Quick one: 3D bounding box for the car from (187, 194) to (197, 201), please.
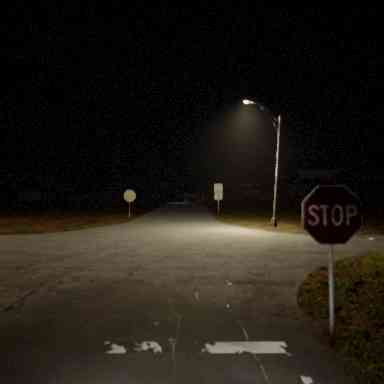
[{"bbox_3d":[0.055,1.104,71.506,2.033,1.411,5.357,0,0,0],"label":"car"}]

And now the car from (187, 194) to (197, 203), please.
[{"bbox_3d":[0.047,1.226,61.068,2.128,1.511,4.902,0,0,0],"label":"car"}]

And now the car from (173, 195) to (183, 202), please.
[{"bbox_3d":[-2.699,1.249,65.667,2.033,1.411,5.357,0,0,0],"label":"car"}]
